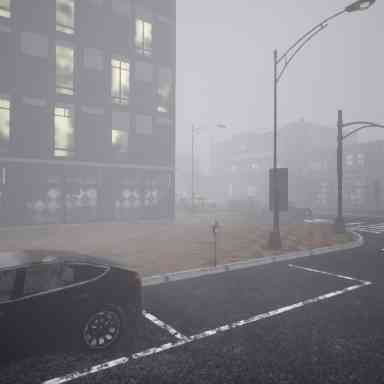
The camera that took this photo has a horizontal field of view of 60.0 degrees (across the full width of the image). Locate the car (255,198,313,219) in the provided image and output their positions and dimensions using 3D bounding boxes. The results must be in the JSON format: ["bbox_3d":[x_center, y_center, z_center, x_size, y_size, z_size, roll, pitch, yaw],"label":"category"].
[{"bbox_3d":[7.510,1.356,26.694,1.994,1.385,4.181,0,1,-36],"label":"car"}]

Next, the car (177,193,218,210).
[{"bbox_3d":[0.778,1.130,35.823,1.882,1.535,5.008,0,1,-36],"label":"car"}]

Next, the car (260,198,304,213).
[{"bbox_3d":[9.182,1.340,34.195,1.802,1.307,4.206,1,0,-36],"label":"car"}]

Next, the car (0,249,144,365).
[{"bbox_3d":[-2.756,1.566,4.588,4.313,1.339,1.947,0,0,-36],"label":"car"}]

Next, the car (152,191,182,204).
[{"bbox_3d":[-3.977,0.793,52.052,2.192,1.841,5.009,1,0,-36],"label":"car"}]

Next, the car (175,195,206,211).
[{"bbox_3d":[-0.855,1.230,33.688,1.802,1.307,4.206,1,0,-36],"label":"car"}]

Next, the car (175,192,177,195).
[{"bbox_3d":[-0.691,1.101,47.589,2.008,1.369,4.403,1,0,-36],"label":"car"}]

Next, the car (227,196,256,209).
[{"bbox_3d":[5.892,1.130,38.661,1.967,1.590,4.097,1,0,-36],"label":"car"}]
